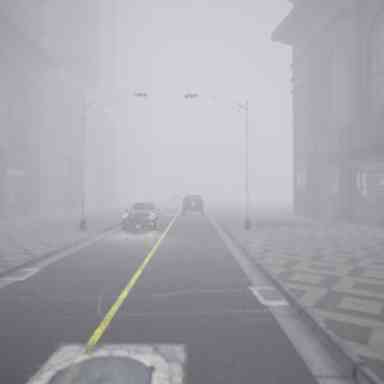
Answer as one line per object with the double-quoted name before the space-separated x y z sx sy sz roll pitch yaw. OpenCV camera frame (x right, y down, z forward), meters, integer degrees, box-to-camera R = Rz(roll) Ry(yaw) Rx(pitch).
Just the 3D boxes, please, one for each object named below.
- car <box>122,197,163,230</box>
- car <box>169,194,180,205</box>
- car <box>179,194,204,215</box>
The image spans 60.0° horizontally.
"car" -3.101 1.398 21.401 2.097 1.767 4.553 0 0 0
"car" -3.028 1.383 63.351 2.150 2.045 5.566 0 0 0
"car" 0.094 1.293 34.439 2.150 2.045 5.566 0 0 0
